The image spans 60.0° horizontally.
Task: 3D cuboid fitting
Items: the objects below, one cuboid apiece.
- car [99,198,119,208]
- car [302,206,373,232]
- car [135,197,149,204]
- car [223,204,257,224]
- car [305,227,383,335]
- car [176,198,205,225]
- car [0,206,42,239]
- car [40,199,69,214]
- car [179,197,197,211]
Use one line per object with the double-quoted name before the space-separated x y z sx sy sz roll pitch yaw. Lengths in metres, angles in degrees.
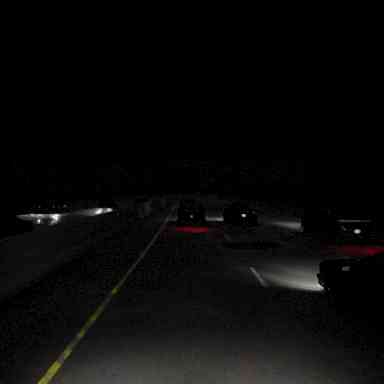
"car" -11.374 1.531 45.582 1.895 1.301 4.718 0 0 -1
"car" 7.040 1.466 16.643 2.128 1.511 4.902 0 0 -1
"car" -8.109 1.463 54.687 2.033 1.411 5.357 0 0 -1
"car" 3.398 1.527 24.150 1.994 1.385 4.181 0 0 -1
"car" 3.600 1.540 4.733 2.033 1.411 5.357 0 0 0
"car" -0.094 1.441 23.841 1.882 1.535 5.008 0 0 -1
"car" -7.121 1.461 11.005 1.882 1.535 5.008 0 0 0
"car" -14.593 1.471 35.336 1.812 1.442 4.674 0 0 -2
"car" -0.564 1.428 41.152 2.128 1.511 4.902 0 0 -2
